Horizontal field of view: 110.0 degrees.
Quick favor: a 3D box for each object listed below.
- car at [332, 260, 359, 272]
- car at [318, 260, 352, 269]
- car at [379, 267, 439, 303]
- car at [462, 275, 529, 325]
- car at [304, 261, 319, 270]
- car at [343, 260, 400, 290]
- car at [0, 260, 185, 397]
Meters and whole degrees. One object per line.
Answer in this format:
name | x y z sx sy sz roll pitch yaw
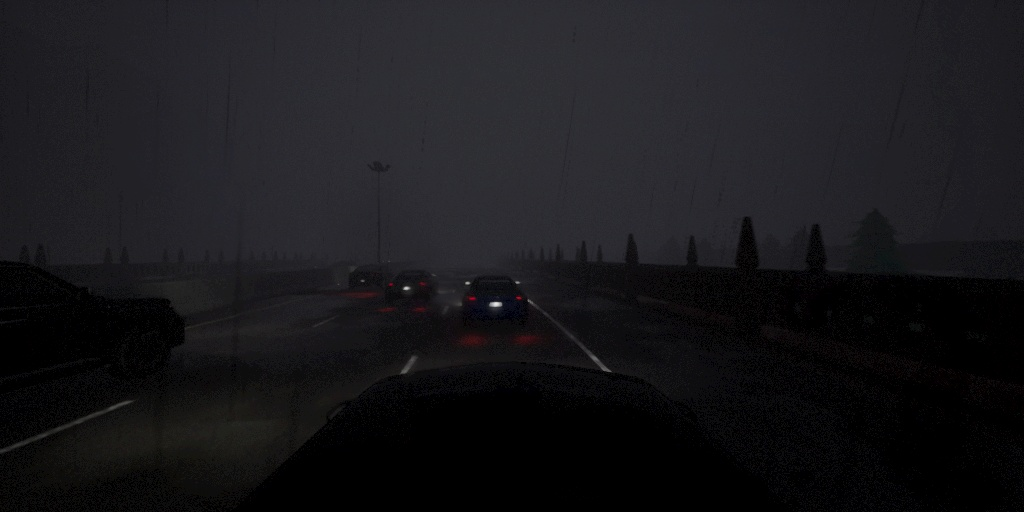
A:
car | -22.524 1.342 48.625 1.837 1.490 4.892 0 0 -6
car | -17.619 1.382 36.606 1.994 1.385 4.181 0 0 -7
car | -4.630 1.332 17.073 1.994 1.385 4.181 0 0 -6
car | -0.620 1.316 11.972 1.994 1.385 4.181 0 0 -5
car | -25.969 1.375 47.973 1.812 1.442 4.674 0 0 -6
car | -8.786 1.261 22.866 1.882 1.535 5.008 0 0 -6
car | -7.050 0.999 4.185 2.150 2.045 5.566 0 0 -2
